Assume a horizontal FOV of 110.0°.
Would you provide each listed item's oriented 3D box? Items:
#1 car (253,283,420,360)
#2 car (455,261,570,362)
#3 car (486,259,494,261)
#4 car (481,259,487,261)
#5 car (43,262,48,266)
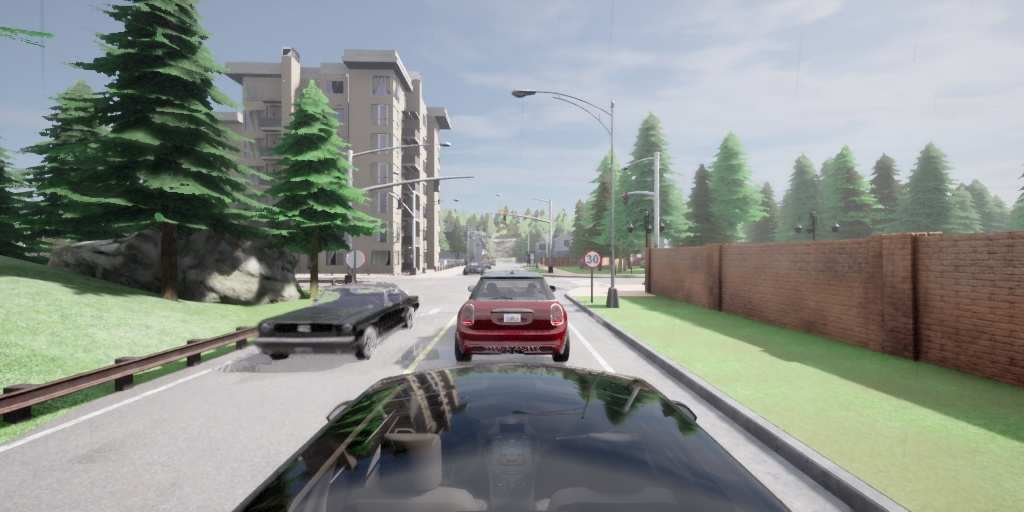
[{"bbox_3d":[-3.658,1.351,8.480,1.895,1.301,4.718,0,0,-1],"label":"car"},{"bbox_3d":[0.004,1.102,8.384,2.097,1.767,4.553,0,0,0],"label":"car"},{"bbox_3d":[-4.045,1.242,53.399,2.128,1.511,4.902,0,0,0],"label":"car"},{"bbox_3d":[-3.909,1.314,37.057,1.994,1.385,4.181,0,0,-1],"label":"car"},{"bbox_3d":[-30.933,0.987,24.692,5.566,2.045,2.150,0,0,-1],"label":"car"}]
